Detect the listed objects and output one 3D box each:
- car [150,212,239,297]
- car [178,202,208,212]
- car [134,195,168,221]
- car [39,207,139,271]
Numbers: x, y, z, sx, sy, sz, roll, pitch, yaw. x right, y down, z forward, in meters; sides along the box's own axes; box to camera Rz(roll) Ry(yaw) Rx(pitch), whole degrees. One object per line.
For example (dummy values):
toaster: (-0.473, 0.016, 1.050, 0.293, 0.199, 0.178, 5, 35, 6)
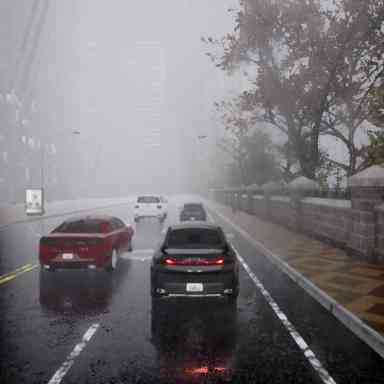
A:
car: (0.067, 1.502, 8.529, 1.837, 1.490, 4.892, 0, 0, 0)
car: (0.071, 1.501, 24.212, 1.837, 1.490, 4.892, 0, 0, 0)
car: (-3.142, 1.218, 25.922, 2.150, 2.045, 5.566, 0, 0, -1)
car: (-3.151, 1.474, 10.886, 1.882, 1.535, 5.008, 0, 0, 0)
